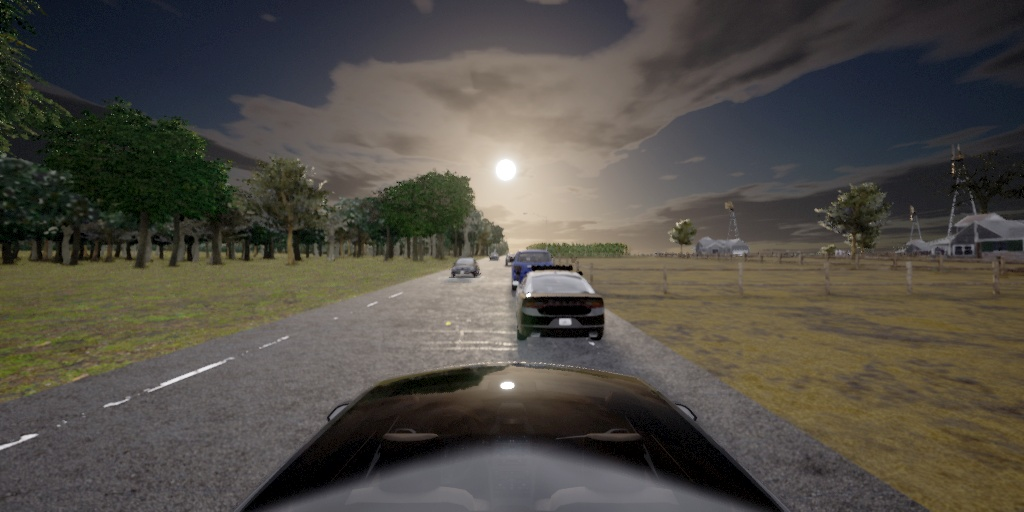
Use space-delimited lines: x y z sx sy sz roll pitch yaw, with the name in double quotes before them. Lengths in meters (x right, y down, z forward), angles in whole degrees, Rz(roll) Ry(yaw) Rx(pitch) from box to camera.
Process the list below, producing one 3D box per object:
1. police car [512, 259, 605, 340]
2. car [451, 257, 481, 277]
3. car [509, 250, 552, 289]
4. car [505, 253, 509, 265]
"police car" 1.049 1.050 9.642 1.930 1.638 5.238 0 1 0
"car" -3.597 0.846 28.353 1.812 1.442 4.674 0 1 0
"car" 1.049 0.688 19.570 2.150 2.045 5.566 0 1 0
"car" 0.034 0.451 50.146 2.128 1.511 4.902 0 1 1
